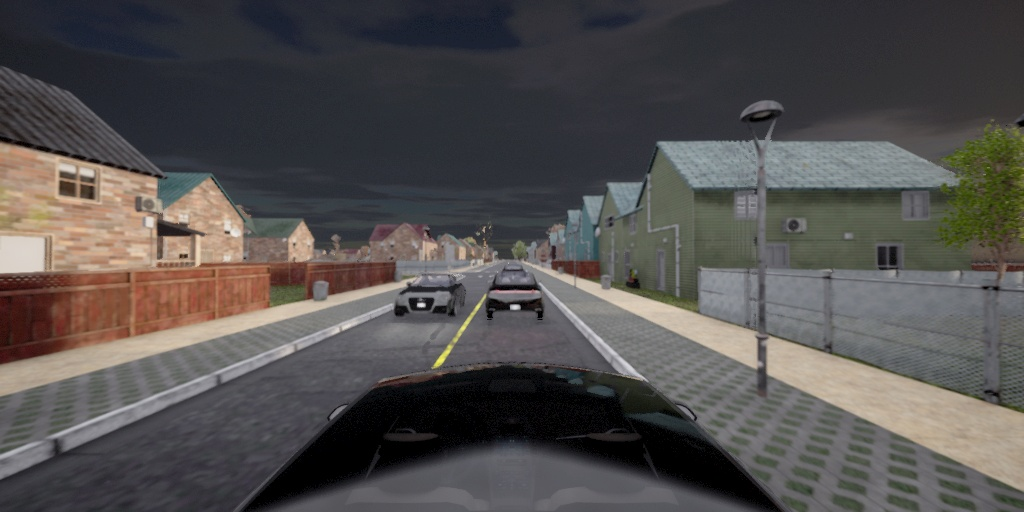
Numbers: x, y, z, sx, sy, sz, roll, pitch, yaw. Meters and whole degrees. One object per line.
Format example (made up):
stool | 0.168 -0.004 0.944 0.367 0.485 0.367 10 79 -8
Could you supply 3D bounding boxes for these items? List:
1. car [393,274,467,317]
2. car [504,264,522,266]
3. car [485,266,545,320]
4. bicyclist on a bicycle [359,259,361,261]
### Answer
car | -2.845 1.359 13.229 1.994 1.385 4.181 0 0 0
car | 0.095 1.340 26.875 2.128 1.511 4.902 0 0 0
car | 0.094 1.285 12.872 2.128 1.511 4.902 0 0 0
bicyclist on a bicycle | -20.199 1.277 47.722 0.582 1.620 1.656 0 -1 0
